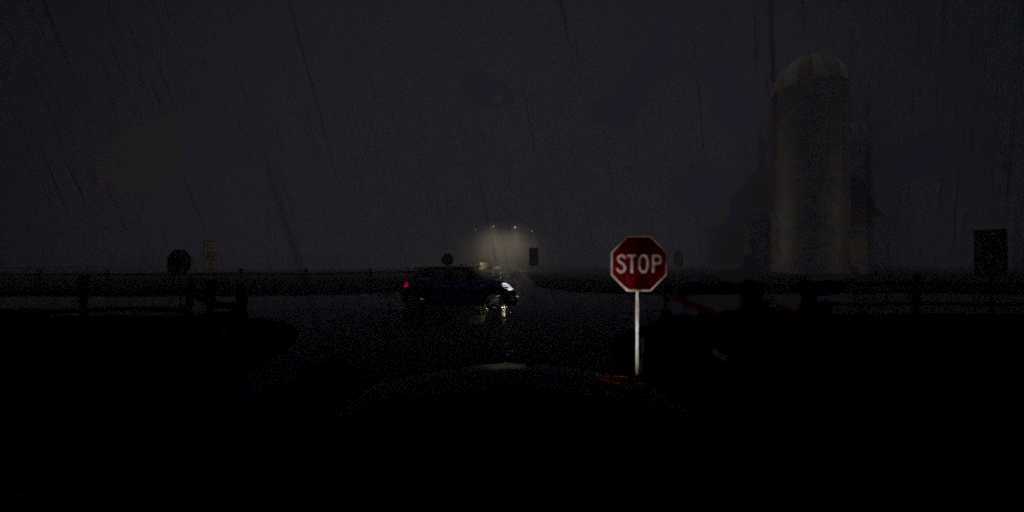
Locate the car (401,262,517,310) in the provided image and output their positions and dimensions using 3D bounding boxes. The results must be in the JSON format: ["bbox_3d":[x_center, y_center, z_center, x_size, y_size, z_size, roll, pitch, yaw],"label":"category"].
[{"bbox_3d":[-2.058,1.193,14.698,4.553,1.767,2.097,0,0,0],"label":"car"}]
